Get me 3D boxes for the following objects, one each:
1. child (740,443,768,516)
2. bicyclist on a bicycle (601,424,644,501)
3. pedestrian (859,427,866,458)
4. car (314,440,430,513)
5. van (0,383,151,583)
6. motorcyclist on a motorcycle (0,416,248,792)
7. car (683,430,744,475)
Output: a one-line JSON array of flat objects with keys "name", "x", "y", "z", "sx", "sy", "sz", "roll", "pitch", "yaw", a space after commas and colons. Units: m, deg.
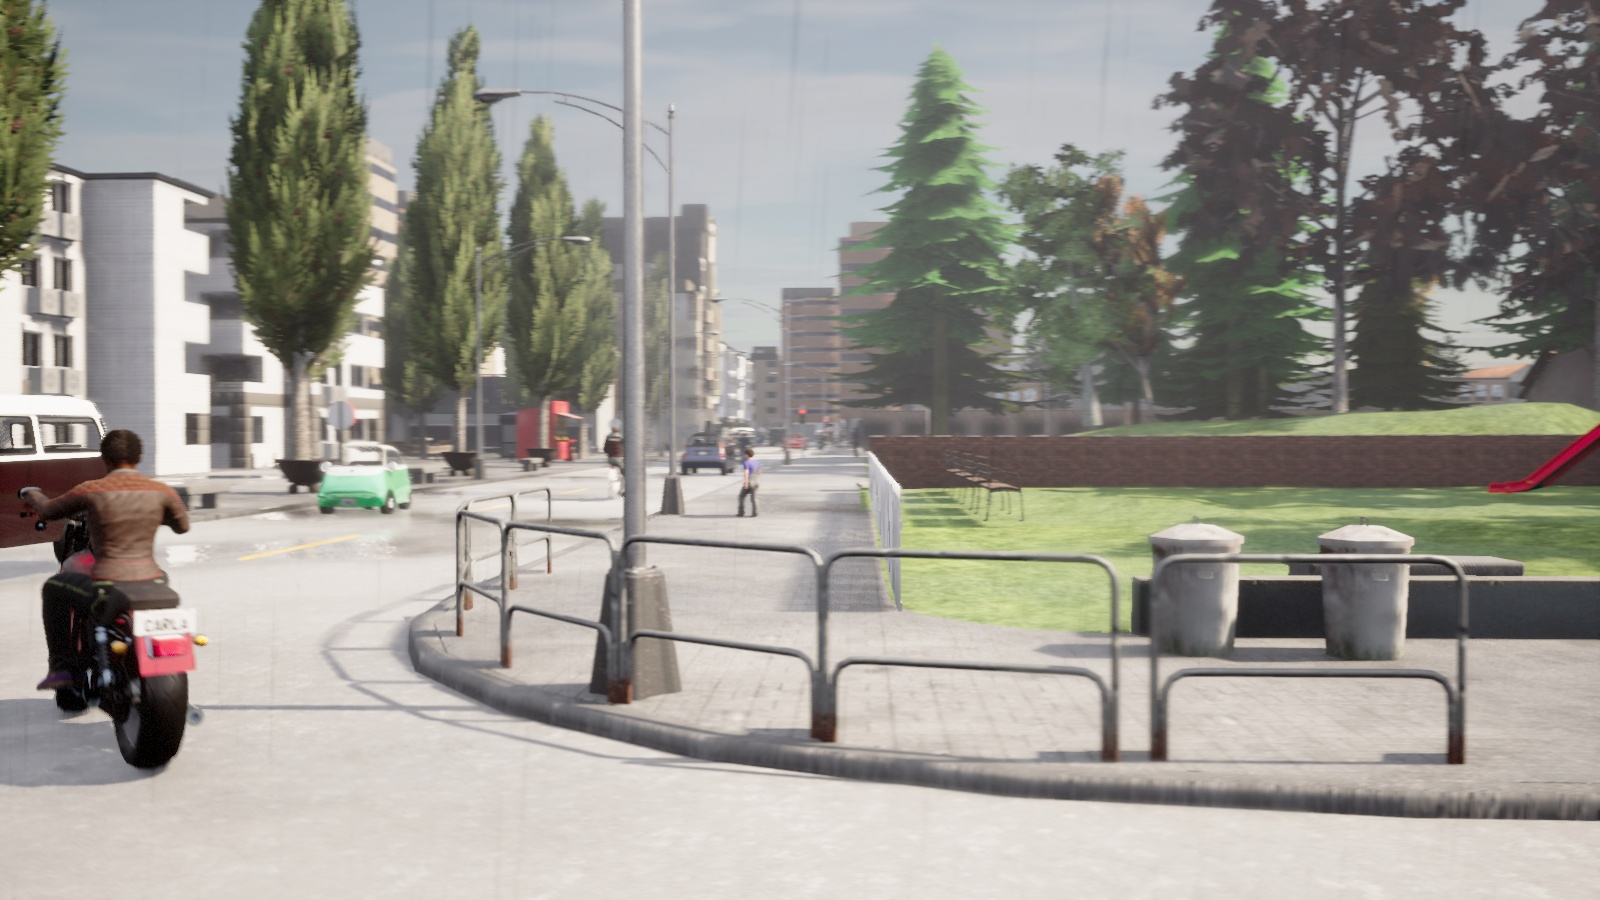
[{"name": "child", "x": -0.807, "y": 0.516, "z": 21.984, "sx": 0.270, "sy": 1.263, "sz": 0.437, "roll": 0, "pitch": 1, "yaw": -36}, {"name": "bicyclist on a bicycle", "x": -4.244, "y": 0.270, "z": 30.126, "sx": 0.659, "sy": 1.776, "sz": 1.843, "roll": 0, "pitch": 1, "yaw": 3}, {"name": "pedestrian", "x": 3.687, "y": -0.445, "z": 74.180, "sx": 0.328, "sy": 1.805, "sz": 0.869, "roll": 0, "pitch": 1, "yaw": 8}, {"name": "car", "x": -8.530, "y": 0.499, "z": 25.165, "sx": 1.481, "sy": 1.376, "sz": 2.207, "roll": 0, "pitch": 0, "yaw": 3}, {"name": "van", "x": -9.164, "y": 0.324, "z": 13.325, "sx": 2.069, "sy": 2.038, "sz": 4.480, "roll": 0, "pitch": 1, "yaw": 3}, {"name": "motorcyclist on a motorcycle", "x": -3.700, "y": 0.670, "z": 6.650, "sx": 0.766, "sy": 1.649, "sz": 2.350, "roll": 1, "pitch": 0, "yaw": -40}, {"name": "car", "x": -3.246, "y": 0.062, "z": 47.971, "sx": 1.851, "sy": 1.617, "sz": 3.988, "roll": 0, "pitch": 1, "yaw": 3}]
